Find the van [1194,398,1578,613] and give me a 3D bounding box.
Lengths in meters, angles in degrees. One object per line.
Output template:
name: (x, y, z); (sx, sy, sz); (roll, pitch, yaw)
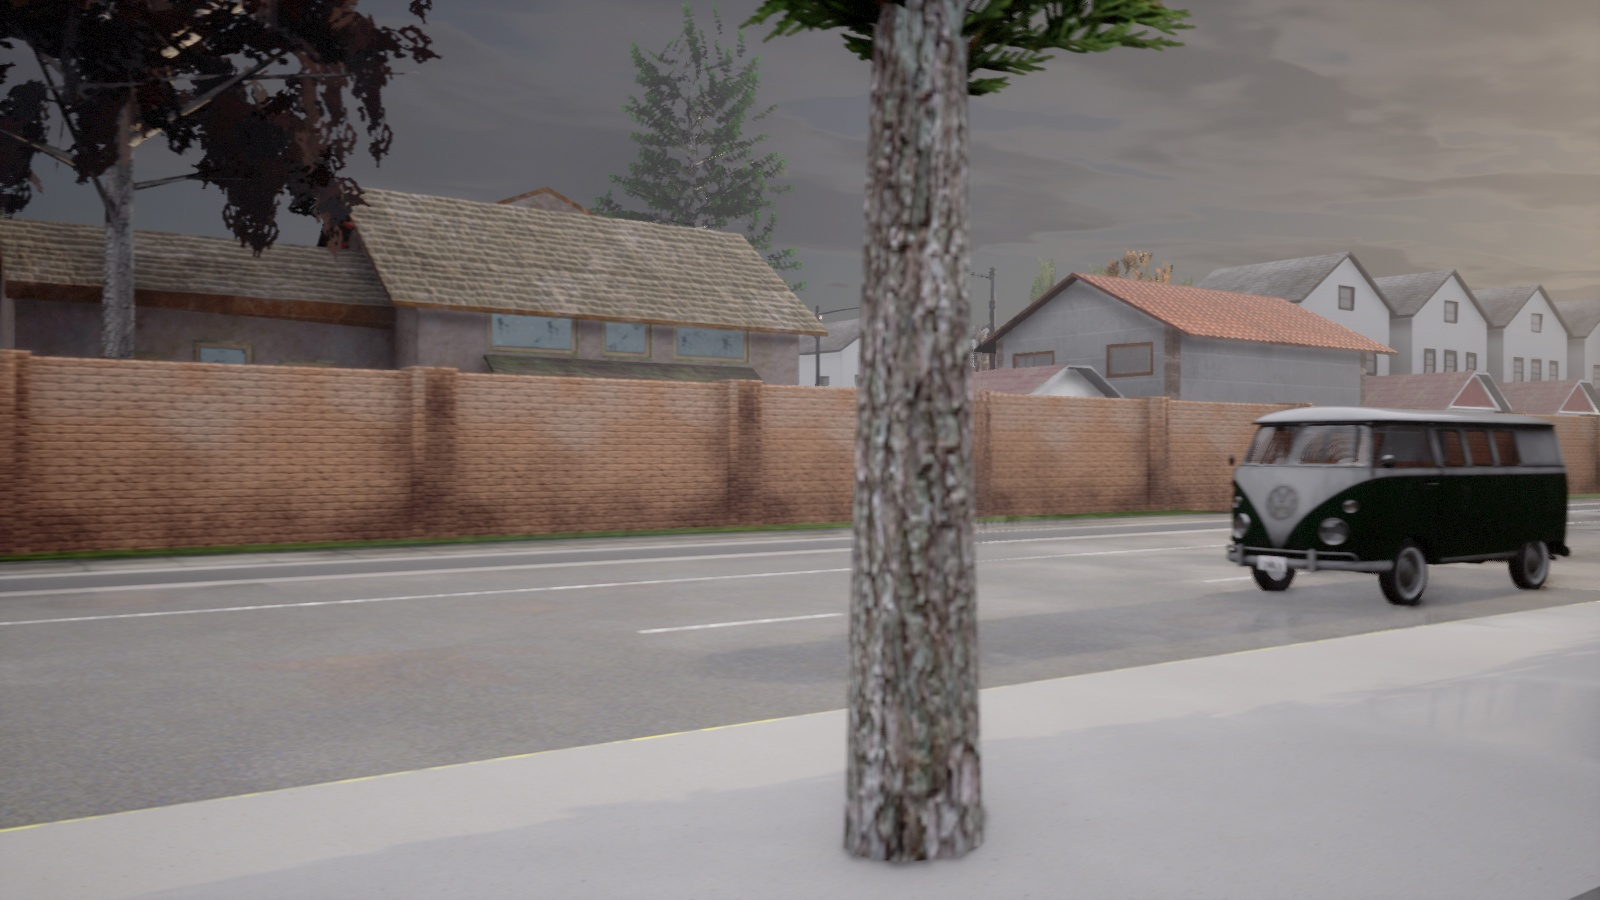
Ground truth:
van: (6.443, 0.517, 13.627); (4.442, 1.987, 1.775); (0, 0, -35)
